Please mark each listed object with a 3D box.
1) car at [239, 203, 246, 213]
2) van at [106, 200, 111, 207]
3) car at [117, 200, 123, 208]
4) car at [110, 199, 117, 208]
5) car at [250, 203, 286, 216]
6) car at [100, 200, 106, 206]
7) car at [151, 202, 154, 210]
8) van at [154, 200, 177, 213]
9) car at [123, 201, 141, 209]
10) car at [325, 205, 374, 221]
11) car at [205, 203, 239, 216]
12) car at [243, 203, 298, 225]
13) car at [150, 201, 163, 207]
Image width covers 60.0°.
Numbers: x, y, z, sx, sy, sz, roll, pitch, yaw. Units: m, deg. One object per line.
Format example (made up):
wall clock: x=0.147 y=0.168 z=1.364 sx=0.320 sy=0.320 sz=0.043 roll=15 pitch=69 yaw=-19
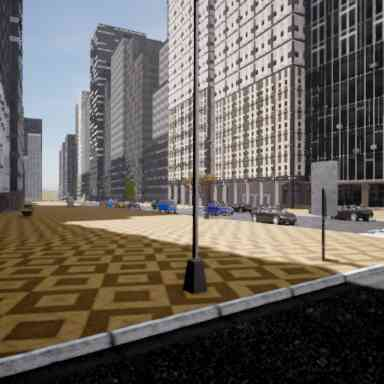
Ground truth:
car: x=6.554 y=2.139 z=44.873 sx=1.947 sy=1.339 sz=4.313 roll=-1 pitch=-1 yaw=-26
van: x=-18.060 y=2.607 z=76.727 sx=1.690 sy=1.788 sz=3.998 roll=-1 pitch=-1 yaw=-26
car: x=-13.110 y=2.576 z=66.435 sx=1.752 sy=1.417 sz=4.829 roll=-1 pitch=-1 yaw=-26
car: x=-15.620 y=2.705 z=71.656 sx=1.887 sy=1.381 sz=4.507 roll=-1 pitch=-1 yaw=-26
car: x=8.990 y=2.039 z=39.804 sx=1.947 sy=1.339 sz=4.313 roll=-1 pitch=-1 yaw=-26
car: x=-22.929 y=3.024 z=86.862 sx=1.887 sy=1.381 sz=4.507 roll=-1 pitch=-1 yaw=-26
car: x=-5.543 y=2.376 z=56.928 sx=1.837 sy=1.490 sz=4.892 roll=0 pitch=-1 yaw=-26
van: x=-3.440 y=1.983 z=46.314 sx=1.690 sy=1.788 sz=3.998 roll=-1 pitch=-1 yaw=-26
car: x=-10.746 y=2.500 z=61.518 sx=2.008 sy=1.369 sz=4.403 roll=-1 pitch=-1 yaw=-26
car: x=13.863 y=1.827 z=29.665 sx=2.008 sy=1.369 sz=4.403 roll=-1 pitch=-1 yaw=-26
car: x=3.115 y=2.004 z=38.695 sx=1.812 sy=1.442 sz=4.674 roll=0 pitch=-1 yaw=-26
car: x=6.311 y=1.794 z=26.035 sx=2.008 sy=1.369 sz=4.403 roll=-1 pitch=-1 yaw=-26
car: x=-8.066 y=2.774 z=75.286 sx=1.802 sy=1.307 sz=4.206 roll=-1 pitch=-1 yaw=-26
